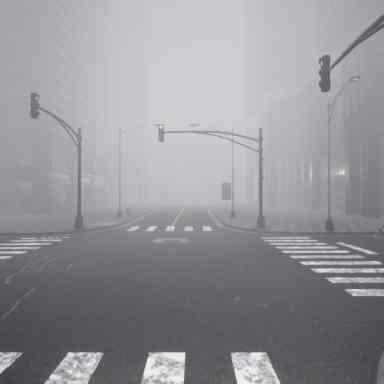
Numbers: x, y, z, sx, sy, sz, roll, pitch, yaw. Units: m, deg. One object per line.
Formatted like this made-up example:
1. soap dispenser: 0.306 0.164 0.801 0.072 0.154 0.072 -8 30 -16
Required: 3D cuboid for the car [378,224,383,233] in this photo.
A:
1. car: 11.753 1.564 16.182 4.829 1.417 1.752 0 -1 0
